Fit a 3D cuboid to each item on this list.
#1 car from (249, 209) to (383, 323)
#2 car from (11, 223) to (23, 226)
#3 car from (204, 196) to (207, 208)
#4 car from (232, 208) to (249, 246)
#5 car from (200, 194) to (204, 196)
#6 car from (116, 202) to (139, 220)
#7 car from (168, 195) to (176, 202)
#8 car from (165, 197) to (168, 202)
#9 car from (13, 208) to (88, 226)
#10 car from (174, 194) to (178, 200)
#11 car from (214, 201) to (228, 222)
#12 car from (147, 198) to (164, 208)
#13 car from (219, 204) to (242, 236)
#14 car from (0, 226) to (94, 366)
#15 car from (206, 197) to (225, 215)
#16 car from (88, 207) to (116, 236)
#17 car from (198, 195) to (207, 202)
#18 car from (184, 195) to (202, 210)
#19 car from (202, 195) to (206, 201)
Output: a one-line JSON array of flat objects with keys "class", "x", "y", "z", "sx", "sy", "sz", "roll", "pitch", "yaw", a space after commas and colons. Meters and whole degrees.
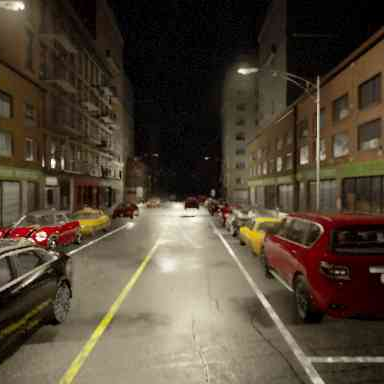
[{"class": "car", "x": 2.841, "y": 1.327, "z": 7.148, "sx": 2.192, "sy": 1.841, "sz": 5.009, "roll": -1, "pitch": 0, "yaw": 0}, {"class": "car", "x": -5.682, "y": 1.595, "z": 7.139, "sx": 1.802, "sy": 1.307, "sz": 4.206, "roll": -1, "pitch": 0, "yaw": 0}, {"class": "car", "x": 2.806, "y": 1.542, "z": 40.129, "sx": 1.967, "sy": 1.590, "sz": 4.097, "roll": -1, "pitch": 0, "yaw": 0}, {"class": "car", "x": 2.836, "y": 1.549, "z": 12.815, "sx": 1.752, "sy": 1.417, "sz": 4.829, "roll": -1, "pitch": 0, "yaw": 0}, {"class": "car", "x": 2.759, "y": 1.606, "z": 83.492, "sx": 2.192, "sy": 1.841, "sz": 5.009, "roll": -1, "pitch": 0, "yaw": 0}, {"class": "car", "x": -5.706, "y": 1.613, "z": 29.126, "sx": 1.887, "sy": 1.381, "sz": 4.507, "roll": -1, "pitch": 0, "yaw": 0}, {"class": "car", "x": -5.764, "y": 1.857, "z": 83.483, "sx": 1.947, "sy": 1.339, "sz": 4.313, "roll": -1, "pitch": 0, "yaw": 0}, {"class": "car", "x": -5.735, "y": 1.732, "z": 56.610, "sx": 1.947, "sy": 1.339, "sz": 4.313, "roll": -1, "pitch": 0, "yaw": 0}, {"class": "car", "x": -5.690, "y": 1.464, "z": 12.636, "sx": 1.967, "sy": 1.590, "sz": 4.097, "roll": -1, "pitch": 0, "yaw": 0}, {"class": "car", "x": -5.776, "y": 1.867, "z": 94.485, "sx": 1.752, "sy": 1.417, "sz": 4.829, "roll": -1, "pitch": 0, "yaw": 0}, {"class": "car", "x": 2.825, "y": 1.596, "z": 23.638, "sx": 1.887, "sy": 1.381, "sz": 4.507, "roll": -1, "pitch": 0, "yaw": 0}, {"class": "car", "x": -5.731, "y": 1.584, "z": 51.114, "sx": 1.967, "sy": 1.590, "sz": 4.097, "roll": -1, "pitch": 0, "yaw": 0}, {"class": "car", "x": 2.831, "y": 1.587, "z": 18.141, "sx": 2.008, "sy": 1.369, "sz": 4.403, "roll": -1, "pitch": 0, "yaw": 0}, {"class": "car", "x": -3.105, "y": 1.499, "z": 4.294, "sx": 2.128, "sy": 1.511, "sz": 4.902, "roll": 0, "pitch": 0, "yaw": 0}, {"class": "car", "x": 2.812, "y": 1.524, "z": 34.632, "sx": 1.967, "sy": 1.590, "sz": 4.097, "roll": -1, "pitch": 0, "yaw": 0}, {"class": "car", "x": -5.694, "y": 1.562, "z": 17.962, "sx": 1.752, "sy": 1.417, "sz": 4.829, "roll": -1, "pitch": 0, "yaw": 0}, {"class": "car", "x": 2.755, "y": 1.632, "z": 89.078, "sx": 2.192, "sy": 1.841, "sz": 5.009, "roll": -1, "pitch": 0, "yaw": 0}, {"class": "car", "x": -0.047, "y": 1.597, "z": 44.824, "sx": 1.882, "sy": 1.535, "sz": 5.008, "roll": 0, "pitch": 0, "yaw": 0}, {"class": "car", "x": 2.795, "y": 1.669, "z": 51.293, "sx": 1.752, "sy": 1.417, "sz": 4.829, "roll": -1, "pitch": 0, "yaw": 0}]
